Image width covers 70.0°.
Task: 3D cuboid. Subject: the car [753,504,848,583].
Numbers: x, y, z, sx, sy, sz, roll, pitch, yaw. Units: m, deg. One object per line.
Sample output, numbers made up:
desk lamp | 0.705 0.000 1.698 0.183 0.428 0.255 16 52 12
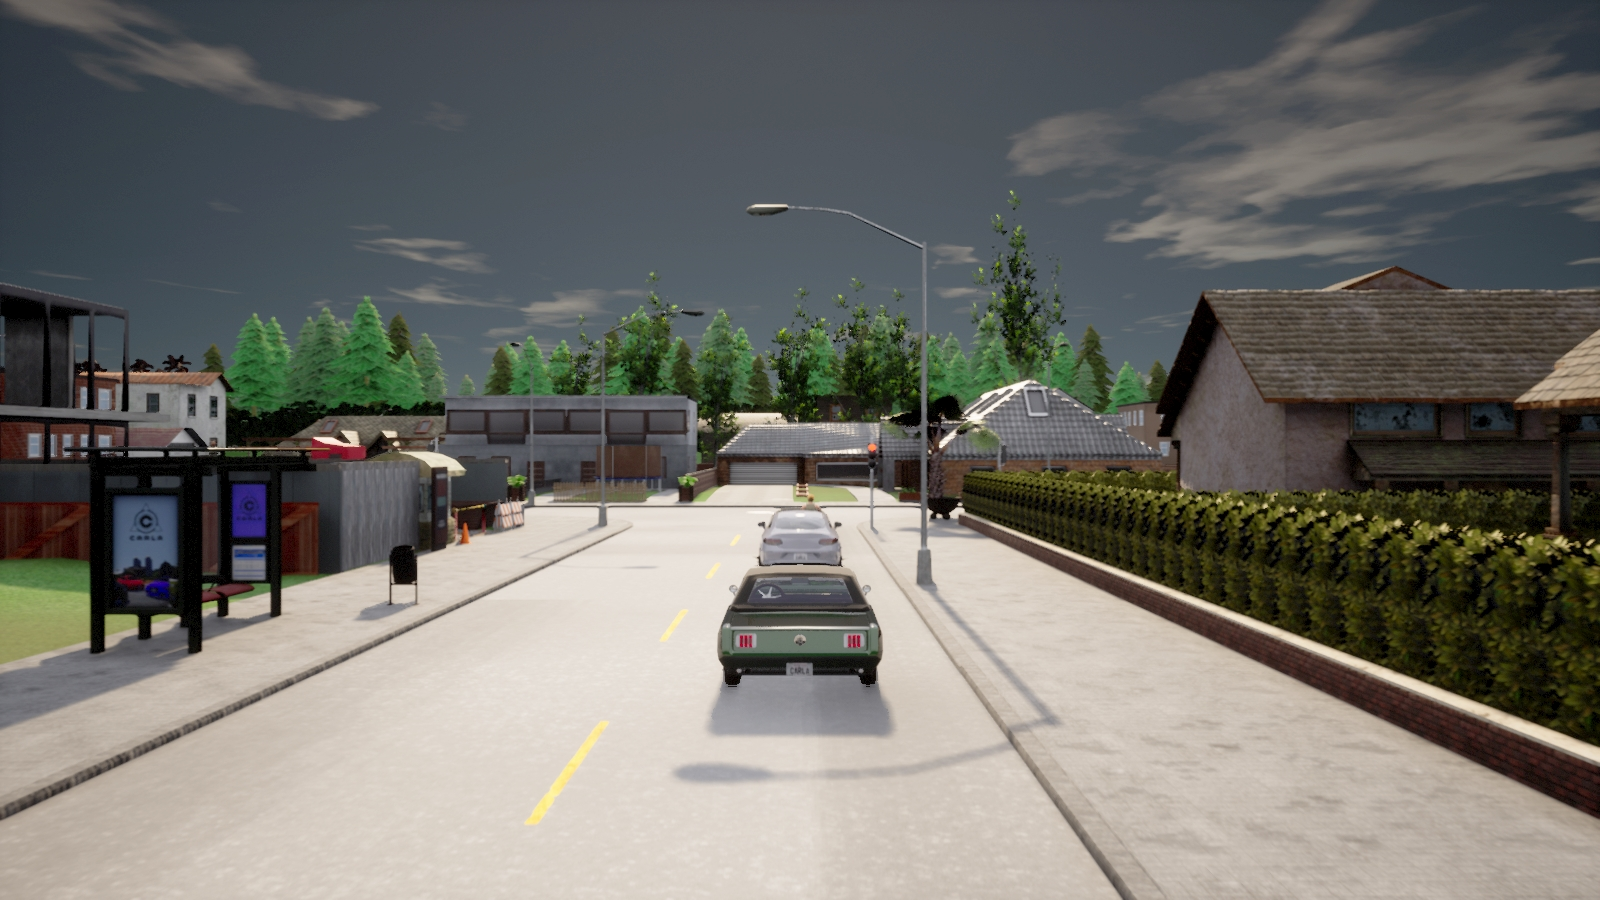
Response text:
car | -0.001 2.081 26.347 2.002 1.442 4.674 0 0 0

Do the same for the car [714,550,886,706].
car | 0.001 2.155 14.902 1.895 1.301 4.718 0 0 0
